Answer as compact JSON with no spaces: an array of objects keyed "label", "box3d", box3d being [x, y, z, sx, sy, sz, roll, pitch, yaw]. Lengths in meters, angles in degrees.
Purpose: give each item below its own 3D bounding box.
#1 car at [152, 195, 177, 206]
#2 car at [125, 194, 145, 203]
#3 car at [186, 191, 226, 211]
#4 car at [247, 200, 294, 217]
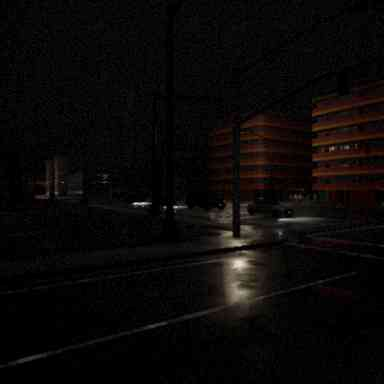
[{"label":"car","box3d":[-3.842,1.157,45.945,1.994,1.385,4.181,0,1,-34]},{"label":"car","box3d":[-9.280,0.986,53.939,1.994,1.385,4.181,0,1,-34]},{"label":"car","box3d":[1.495,0.980,38.123,2.150,2.045,5.566,0,1,-35]},{"label":"car","box3d":[6.952,1.423,30.108,1.812,1.442,4.674,0,1,-34]}]
